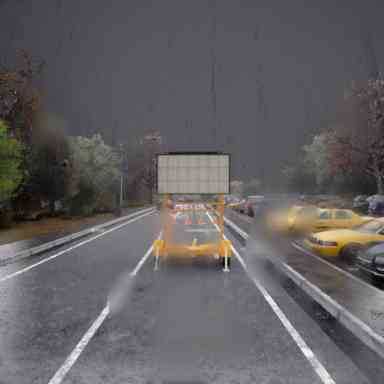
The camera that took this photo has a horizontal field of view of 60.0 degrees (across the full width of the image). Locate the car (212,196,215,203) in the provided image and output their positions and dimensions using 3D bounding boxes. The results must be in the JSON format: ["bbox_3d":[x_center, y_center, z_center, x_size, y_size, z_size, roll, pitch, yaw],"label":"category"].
[{"bbox_3d":[7.346,1.504,66.936,5.566,2.045,2.435,0,0,0],"label":"car"}]

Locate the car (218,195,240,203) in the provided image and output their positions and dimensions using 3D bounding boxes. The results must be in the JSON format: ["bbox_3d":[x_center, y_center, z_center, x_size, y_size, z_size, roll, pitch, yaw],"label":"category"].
[{"bbox_3d":[7.008,1.663,50.280,5.366,1.575,1.946,0,0,0],"label":"car"}]

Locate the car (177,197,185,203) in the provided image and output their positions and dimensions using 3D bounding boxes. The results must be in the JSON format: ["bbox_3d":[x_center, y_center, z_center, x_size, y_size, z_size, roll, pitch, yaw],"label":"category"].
[{"bbox_3d":[-2.849,2.222,88.295,1.837,1.490,4.892,0,-2,0],"label":"car"}]

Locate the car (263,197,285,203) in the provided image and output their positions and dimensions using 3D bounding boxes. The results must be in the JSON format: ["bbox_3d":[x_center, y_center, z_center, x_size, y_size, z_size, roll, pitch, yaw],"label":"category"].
[{"bbox_3d":[20.515,2.085,83.284,5.008,1.535,2.097,0,-1,0],"label":"car"}]

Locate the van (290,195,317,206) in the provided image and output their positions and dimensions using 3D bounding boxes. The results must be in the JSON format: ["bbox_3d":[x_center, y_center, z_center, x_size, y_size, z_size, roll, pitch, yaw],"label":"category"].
[{"bbox_3d":[20.472,1.492,61.273,4.442,1.987,1.878,0,0,0],"label":"van"}]

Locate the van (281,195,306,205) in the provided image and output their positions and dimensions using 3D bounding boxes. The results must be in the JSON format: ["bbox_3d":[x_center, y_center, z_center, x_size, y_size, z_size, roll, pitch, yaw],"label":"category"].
[{"bbox_3d":[20.280,1.522,66.822,4.442,1.987,1.878,0,-1,0],"label":"van"}]

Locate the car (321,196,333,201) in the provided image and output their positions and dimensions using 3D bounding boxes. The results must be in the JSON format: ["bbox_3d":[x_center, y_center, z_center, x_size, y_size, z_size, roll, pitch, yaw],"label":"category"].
[{"bbox_3d":[20.225,1.628,44.527,5.008,1.535,2.097,0,0,0],"label":"car"}]

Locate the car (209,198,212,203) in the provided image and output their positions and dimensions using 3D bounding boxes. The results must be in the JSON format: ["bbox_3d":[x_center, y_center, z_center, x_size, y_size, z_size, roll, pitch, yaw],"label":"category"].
[{"bbox_3d":[7.447,2.097,83.568,5.008,1.535,2.097,0,-1,0],"label":"car"}]

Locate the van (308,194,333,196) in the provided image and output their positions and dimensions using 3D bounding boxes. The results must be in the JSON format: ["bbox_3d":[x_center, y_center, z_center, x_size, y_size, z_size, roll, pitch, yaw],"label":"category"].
[{"bbox_3d":[20.390,1.433,50.192,4.442,1.987,1.878,0,0,0],"label":"van"}]

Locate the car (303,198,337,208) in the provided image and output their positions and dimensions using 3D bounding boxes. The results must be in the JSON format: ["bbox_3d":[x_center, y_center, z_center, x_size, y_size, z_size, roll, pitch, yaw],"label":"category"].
[{"bbox_3d":[20.291,1.713,52.836,4.674,1.452,2.002,0,0,0],"label":"car"}]

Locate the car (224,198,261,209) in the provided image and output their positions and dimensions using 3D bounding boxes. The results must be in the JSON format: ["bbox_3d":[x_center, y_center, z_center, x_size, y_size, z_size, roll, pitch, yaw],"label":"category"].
[{"bbox_3d":[7.167,1.652,47.502,4.892,1.521,2.231,0,0,0],"label":"car"}]

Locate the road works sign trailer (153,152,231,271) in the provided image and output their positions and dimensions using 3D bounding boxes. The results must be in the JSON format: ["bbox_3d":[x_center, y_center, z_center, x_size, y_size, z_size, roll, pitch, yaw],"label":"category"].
[{"bbox_3d":[0.055,0.483,10.959,2.380,3.560,2.880,0,0,3],"label":"road works sign trailer"}]

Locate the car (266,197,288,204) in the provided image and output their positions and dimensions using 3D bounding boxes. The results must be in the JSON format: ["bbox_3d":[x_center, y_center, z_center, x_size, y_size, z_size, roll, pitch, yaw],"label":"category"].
[{"bbox_3d":[20.493,2.027,80.514,4.892,1.521,2.231,0,-1,0],"label":"car"}]

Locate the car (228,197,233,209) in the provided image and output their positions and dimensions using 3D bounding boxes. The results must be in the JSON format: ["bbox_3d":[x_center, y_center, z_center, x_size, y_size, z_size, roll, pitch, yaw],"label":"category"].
[{"bbox_3d":[7.082,1.636,39.174,4.792,1.488,2.163,0,0,0],"label":"car"}]

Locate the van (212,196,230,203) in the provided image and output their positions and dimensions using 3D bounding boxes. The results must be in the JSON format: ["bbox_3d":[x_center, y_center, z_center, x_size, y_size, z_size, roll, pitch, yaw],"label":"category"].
[{"bbox_3d":[7.579,1.930,86.348,4.442,1.987,1.878,0,-1,0],"label":"van"}]

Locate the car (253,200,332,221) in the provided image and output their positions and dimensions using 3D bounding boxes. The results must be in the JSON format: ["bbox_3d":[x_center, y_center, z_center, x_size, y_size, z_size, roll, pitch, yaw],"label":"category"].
[{"bbox_3d":[6.981,1.527,22.517,4.892,1.521,2.231,0,0,0],"label":"car"}]

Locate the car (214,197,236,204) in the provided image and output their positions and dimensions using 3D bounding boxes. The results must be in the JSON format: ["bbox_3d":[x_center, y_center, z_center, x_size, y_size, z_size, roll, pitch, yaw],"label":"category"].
[{"bbox_3d":[7.382,1.958,75.241,4.674,1.452,2.002,0,-1,0],"label":"car"}]

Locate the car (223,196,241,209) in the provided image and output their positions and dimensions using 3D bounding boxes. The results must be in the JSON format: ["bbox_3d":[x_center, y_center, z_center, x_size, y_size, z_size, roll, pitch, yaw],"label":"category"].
[{"bbox_3d":[6.946,1.619,41.952,5.366,1.575,1.946,0,0,0],"label":"car"}]

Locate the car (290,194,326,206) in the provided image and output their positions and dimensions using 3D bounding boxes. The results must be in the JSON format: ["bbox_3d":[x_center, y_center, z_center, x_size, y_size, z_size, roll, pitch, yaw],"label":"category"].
[{"bbox_3d":[20.307,1.452,58.503,5.566,2.045,2.435,0,0,0],"label":"car"}]

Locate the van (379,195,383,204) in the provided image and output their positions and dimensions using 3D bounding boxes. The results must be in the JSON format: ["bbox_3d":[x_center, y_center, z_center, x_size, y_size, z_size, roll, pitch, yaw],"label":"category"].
[{"bbox_3d":[20.244,1.329,30.676,4.442,1.987,1.878,0,0,0],"label":"van"}]

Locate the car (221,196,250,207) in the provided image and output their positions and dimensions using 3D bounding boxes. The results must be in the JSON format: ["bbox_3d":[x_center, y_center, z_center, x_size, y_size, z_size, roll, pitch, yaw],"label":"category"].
[{"bbox_3d":[7.204,1.570,55.831,4.553,1.767,2.185,0,0,0],"label":"car"}]

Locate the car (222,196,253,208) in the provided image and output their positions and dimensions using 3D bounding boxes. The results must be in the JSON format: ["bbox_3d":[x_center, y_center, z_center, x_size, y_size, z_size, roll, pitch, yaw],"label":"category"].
[{"bbox_3d":[7.183,1.555,53.055,4.553,1.767,2.185,0,0,0],"label":"car"}]

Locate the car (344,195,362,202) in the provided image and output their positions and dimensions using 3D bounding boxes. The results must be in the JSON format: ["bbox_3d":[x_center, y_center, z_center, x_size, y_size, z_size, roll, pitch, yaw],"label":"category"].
[{"bbox_3d":[20.141,1.333,36.217,5.566,2.045,2.435,0,0,0],"label":"car"}]

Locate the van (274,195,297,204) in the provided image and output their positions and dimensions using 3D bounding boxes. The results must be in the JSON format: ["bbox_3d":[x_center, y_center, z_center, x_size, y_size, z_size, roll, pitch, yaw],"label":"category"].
[{"bbox_3d":[20.320,1.622,72.213,4.442,1.987,1.878,0,-1,0],"label":"van"}]

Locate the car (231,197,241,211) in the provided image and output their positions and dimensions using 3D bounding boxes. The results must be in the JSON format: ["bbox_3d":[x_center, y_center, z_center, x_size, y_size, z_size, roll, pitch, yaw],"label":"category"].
[{"bbox_3d":[7.061,1.621,36.398,4.792,1.488,2.163,0,0,0],"label":"car"}]

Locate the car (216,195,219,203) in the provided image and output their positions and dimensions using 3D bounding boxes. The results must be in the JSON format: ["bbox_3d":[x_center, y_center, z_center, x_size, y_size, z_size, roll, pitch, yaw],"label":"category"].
[{"bbox_3d":[7.250,1.711,58.607,5.008,1.535,2.097,0,0,0],"label":"car"}]

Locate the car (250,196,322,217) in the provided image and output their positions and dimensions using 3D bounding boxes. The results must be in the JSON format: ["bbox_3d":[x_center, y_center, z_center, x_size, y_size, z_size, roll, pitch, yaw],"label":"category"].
[{"bbox_3d":[7.039,1.409,25.297,4.553,1.767,2.185,0,0,0],"label":"car"}]

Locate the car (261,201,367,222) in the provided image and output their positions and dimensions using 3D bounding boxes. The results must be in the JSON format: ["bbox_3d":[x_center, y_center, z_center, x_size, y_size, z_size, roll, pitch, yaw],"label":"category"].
[{"bbox_3d":[7.152,1.521,19.748,5.366,1.575,1.946,0,0,0],"label":"car"}]

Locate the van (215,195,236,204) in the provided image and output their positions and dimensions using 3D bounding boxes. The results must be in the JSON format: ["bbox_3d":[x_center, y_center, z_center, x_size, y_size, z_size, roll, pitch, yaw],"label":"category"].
[{"bbox_3d":[7.242,1.633,72.472,4.442,1.987,1.878,0,-1,0],"label":"van"}]

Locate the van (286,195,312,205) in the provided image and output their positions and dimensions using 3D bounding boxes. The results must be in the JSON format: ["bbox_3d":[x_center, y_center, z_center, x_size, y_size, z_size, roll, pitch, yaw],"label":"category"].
[{"bbox_3d":[20.492,1.506,63.918,4.442,1.987,1.878,0,0,0],"label":"van"}]

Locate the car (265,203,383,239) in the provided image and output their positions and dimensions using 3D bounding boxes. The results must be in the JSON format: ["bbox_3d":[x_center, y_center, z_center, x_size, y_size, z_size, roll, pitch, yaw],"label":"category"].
[{"bbox_3d":[6.761,1.524,17.098,5.366,1.575,1.946,0,0,0],"label":"car"}]

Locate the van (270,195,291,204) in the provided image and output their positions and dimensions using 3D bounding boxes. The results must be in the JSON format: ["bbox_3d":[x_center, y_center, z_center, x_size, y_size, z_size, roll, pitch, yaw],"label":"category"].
[{"bbox_3d":[20.595,1.741,77.749,4.442,1.987,1.878,0,-1,0],"label":"van"}]

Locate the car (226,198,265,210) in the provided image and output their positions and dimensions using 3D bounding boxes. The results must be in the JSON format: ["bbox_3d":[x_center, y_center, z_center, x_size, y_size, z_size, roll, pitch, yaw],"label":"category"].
[{"bbox_3d":[7.159,1.637,44.726,4.892,1.521,2.231,0,0,0],"label":"car"}]

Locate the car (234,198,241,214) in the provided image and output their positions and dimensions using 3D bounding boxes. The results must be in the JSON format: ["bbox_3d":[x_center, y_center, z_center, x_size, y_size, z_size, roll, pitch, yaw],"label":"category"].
[{"bbox_3d":[7.040,1.607,33.622,4.792,1.488,2.163,0,0,0],"label":"car"}]

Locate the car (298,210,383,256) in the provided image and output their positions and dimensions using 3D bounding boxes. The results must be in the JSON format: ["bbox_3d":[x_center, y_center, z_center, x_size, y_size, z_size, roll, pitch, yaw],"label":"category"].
[{"bbox_3d":[6.719,1.540,11.425,5.366,1.575,1.946,0,0,0],"label":"car"}]

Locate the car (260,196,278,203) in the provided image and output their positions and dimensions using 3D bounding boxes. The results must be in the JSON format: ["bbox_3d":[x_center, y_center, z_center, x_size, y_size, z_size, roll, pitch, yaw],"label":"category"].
[{"bbox_3d":[20.530,2.079,88.827,4.553,1.767,2.185,0,-1,0],"label":"car"}]

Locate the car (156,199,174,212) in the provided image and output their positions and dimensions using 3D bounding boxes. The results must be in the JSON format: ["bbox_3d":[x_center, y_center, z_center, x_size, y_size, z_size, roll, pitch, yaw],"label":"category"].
[{"bbox_3d":[-3.243,1.597,40.863,1.882,1.535,5.008,0,0,0],"label":"car"}]

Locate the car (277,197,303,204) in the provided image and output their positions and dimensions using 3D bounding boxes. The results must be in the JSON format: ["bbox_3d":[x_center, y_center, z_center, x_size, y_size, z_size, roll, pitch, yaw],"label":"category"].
[{"bbox_3d":[20.422,1.789,69.438,5.008,1.535,2.097,0,-1,0],"label":"car"}]

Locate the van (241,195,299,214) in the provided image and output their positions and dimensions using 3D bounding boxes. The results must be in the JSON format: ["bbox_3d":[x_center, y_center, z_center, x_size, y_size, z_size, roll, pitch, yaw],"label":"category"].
[{"bbox_3d":[7.165,1.336,30.846,4.442,1.987,1.878,0,0,0],"label":"van"}]

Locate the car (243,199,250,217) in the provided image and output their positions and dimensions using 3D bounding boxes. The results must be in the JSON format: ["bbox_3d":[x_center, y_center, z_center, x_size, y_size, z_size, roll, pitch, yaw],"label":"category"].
[{"bbox_3d":[7.058,1.577,28.069,4.792,1.488,2.163,0,0,0],"label":"car"}]

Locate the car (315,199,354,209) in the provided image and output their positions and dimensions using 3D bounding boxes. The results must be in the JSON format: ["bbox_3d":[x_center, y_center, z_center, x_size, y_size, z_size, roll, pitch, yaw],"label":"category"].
[{"bbox_3d":[20.255,1.684,47.421,4.674,1.452,2.002,0,0,0],"label":"car"}]

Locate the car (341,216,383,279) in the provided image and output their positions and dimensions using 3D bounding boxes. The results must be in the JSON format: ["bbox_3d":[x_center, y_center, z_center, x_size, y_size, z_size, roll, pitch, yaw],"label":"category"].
[{"bbox_3d":[6.890,1.554,8.648,4.892,1.521,2.231,0,0,0],"label":"car"}]

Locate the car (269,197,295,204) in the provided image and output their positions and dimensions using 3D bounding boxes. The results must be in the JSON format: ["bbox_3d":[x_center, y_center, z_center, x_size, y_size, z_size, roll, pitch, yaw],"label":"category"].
[{"bbox_3d":[20.273,1.904,74.976,5.366,1.575,1.946,0,-1,0],"label":"car"}]

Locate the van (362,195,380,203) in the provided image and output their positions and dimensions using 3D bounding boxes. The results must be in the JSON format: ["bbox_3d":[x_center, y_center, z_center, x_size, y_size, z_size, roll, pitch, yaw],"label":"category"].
[{"bbox_3d":[20.031,1.344,33.448,4.442,1.987,1.878,0,0,0],"label":"van"}]

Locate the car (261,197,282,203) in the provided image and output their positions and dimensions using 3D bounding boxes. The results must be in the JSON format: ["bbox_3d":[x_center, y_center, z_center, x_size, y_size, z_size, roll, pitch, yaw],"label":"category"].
[{"bbox_3d":[20.536,2.147,86.179,5.008,1.535,2.097,0,-1,0],"label":"car"}]

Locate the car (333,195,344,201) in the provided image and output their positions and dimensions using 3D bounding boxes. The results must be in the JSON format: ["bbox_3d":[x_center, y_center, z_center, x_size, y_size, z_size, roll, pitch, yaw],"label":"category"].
[{"bbox_3d":[20.162,1.348,38.987,5.566,2.045,2.435,0,0,0],"label":"car"}]
